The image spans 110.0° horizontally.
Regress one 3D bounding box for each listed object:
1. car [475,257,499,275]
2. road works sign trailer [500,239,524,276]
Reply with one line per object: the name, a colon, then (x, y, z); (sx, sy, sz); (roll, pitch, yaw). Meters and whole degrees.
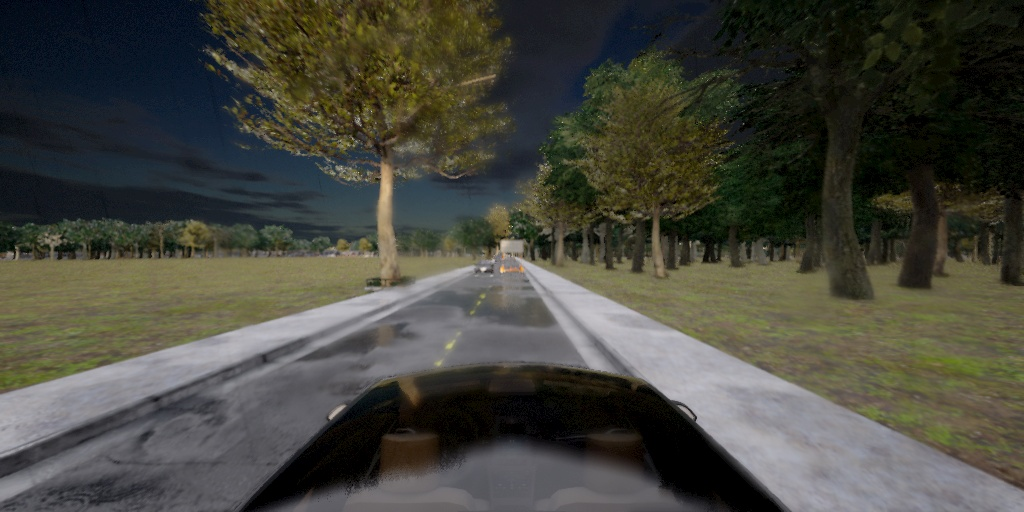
car: (-2.828, 1.129, 37.758); (2.128, 1.511, 4.902); (0, 0, 0)
road works sign trailer: (0.011, 0.108, 35.654); (2.380, 3.560, 2.880); (0, 0, 0)
